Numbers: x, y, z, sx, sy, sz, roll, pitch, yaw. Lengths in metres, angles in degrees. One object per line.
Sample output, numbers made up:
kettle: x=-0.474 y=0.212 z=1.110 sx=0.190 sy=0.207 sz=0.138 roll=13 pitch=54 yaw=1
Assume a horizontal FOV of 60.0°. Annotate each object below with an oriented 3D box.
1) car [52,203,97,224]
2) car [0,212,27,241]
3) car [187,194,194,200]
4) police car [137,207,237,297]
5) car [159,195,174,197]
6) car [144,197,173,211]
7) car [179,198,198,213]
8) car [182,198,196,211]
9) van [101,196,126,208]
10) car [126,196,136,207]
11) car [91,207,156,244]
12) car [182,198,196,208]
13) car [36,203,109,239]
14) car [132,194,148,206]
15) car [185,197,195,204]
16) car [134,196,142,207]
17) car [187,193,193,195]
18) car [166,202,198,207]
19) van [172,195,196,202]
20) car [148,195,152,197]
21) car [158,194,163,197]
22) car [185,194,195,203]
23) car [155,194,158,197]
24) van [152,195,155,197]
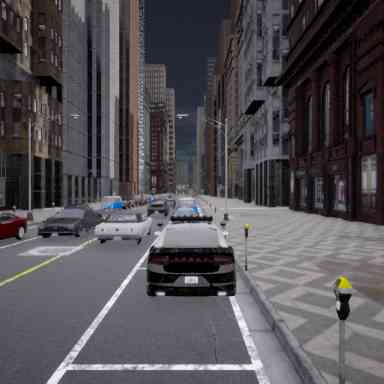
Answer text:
car: x=-8.910 y=1.573 z=25.722 sx=1.947 sy=1.339 sz=4.313 roll=0 pitch=0 yaw=0
car: x=-8.910 y=1.547 z=14.449 sx=1.887 sy=1.381 sz=4.507 roll=0 pitch=0 yaw=0
car: x=-0.386 y=1.484 z=93.370 sx=1.967 sy=1.590 sz=4.097 roll=0 pitch=0 yaw=0
police car: x=-0.012 y=1.426 z=8.760 sx=1.930 sy=1.638 sz=5.238 roll=0 pitch=0 yaw=0
car: x=-3.045 y=1.509 z=46.368 sx=2.128 sy=1.511 sz=4.902 roll=0 pitch=0 yaw=0
car: x=-3.145 y=1.515 z=31.867 sx=1.837 sy=1.490 sz=4.892 roll=0 pitch=0 yaw=0
car: x=-0.386 y=1.453 z=37.008 sx=1.967 sy=1.590 sz=4.097 roll=0 pitch=0 yaw=0
car: x=-0.385 y=1.541 z=42.814 sx=1.752 sy=1.417 sz=4.829 roll=0 pitch=0 yaw=0
van: x=-8.911 y=1.354 z=36.996 sx=1.690 sy=1.788 sz=3.998 roll=0 pitch=0 yaw=0
car: x=-8.910 y=1.582 z=42.633 sx=1.947 sy=1.339 sz=4.313 roll=0 pitch=0 yaw=0
car: x=-3.045 y=1.604 z=15.839 sx=1.895 sy=1.301 sz=4.718 roll=0 pitch=0 yaw=0
car: x=-0.385 y=1.570 z=48.280 sx=2.008 sy=1.369 sz=4.403 roll=0 pitch=0 yaw=0
car: x=-6.244 y=1.551 z=17.760 sx=2.033 sy=1.411 sz=5.357 roll=0 pitch=0 yaw=0
car: x=-8.911 y=1.337 z=53.906 sx=2.192 sy=1.841 sz=5.009 roll=0 pitch=0 yaw=0
car: x=-0.385 y=1.594 z=65.189 sx=1.947 sy=1.339 sz=4.313 roll=0 pitch=0 yaw=0
car: x=-8.910 y=1.585 z=48.269 sx=1.947 sy=1.339 sz=4.313 roll=0 pitch=0 yaw=0
car: x=-0.386 y=1.465 z=59.552 sx=1.967 sy=1.590 sz=4.097 roll=0 pitch=0 yaw=0
car: x=-0.385 y=1.530 z=20.269 sx=1.752 sy=1.417 sz=4.829 roll=0 pitch=0 yaw=0
van: x=-0.386 y=1.348 z=25.735 sx=1.690 sy=1.788 sz=3.998 roll=0 pitch=0 yaw=0
car: x=-8.910 y=1.570 z=59.543 sx=1.887 sy=1.381 sz=4.507 roll=0 pitch=0 yaw=0
car: x=-8.911 y=1.478 z=82.090 sx=1.967 sy=1.590 sz=4.097 roll=0 pitch=0 yaw=0
car: x=-0.386 y=1.346 z=70.826 sx=2.192 sy=1.841 sz=5.009 roll=0 pitch=0 yaw=0
car: x=-8.911 y=1.471 z=70.817 sx=1.967 sy=1.590 sz=4.097 roll=0 pitch=0 yaw=0
van: x=-8.911 y=1.369 z=65.180 sx=1.690 sy=1.788 sz=3.998 roll=0 pitch=0 yaw=0
